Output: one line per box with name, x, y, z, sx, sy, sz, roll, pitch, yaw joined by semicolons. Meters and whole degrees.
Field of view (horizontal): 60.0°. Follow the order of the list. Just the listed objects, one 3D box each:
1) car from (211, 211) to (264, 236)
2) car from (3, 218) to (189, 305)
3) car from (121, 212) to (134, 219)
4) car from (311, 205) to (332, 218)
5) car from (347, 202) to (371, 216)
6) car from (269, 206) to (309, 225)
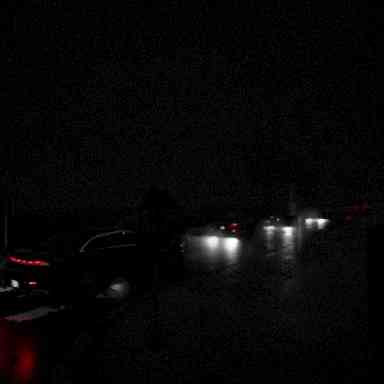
car;2.892;1.919;20.878;1.994;1.385;4.181;-1;-1;35
car;-2.132;1.640;8.615;2.128;1.511;4.902;-1;-1;35
car;-2.116;1.605;13.773;2.097;1.767;4.553;-1;-1;35
car;13.947;2.132;36.531;1.994;1.385;4.181;-1;-1;35
car;20.565;1.950;40.868;2.097;1.767;4.553;-1;-1;35
car;8.212;1.964;28.426;1.837;1.490;4.892;-1;-1;35
